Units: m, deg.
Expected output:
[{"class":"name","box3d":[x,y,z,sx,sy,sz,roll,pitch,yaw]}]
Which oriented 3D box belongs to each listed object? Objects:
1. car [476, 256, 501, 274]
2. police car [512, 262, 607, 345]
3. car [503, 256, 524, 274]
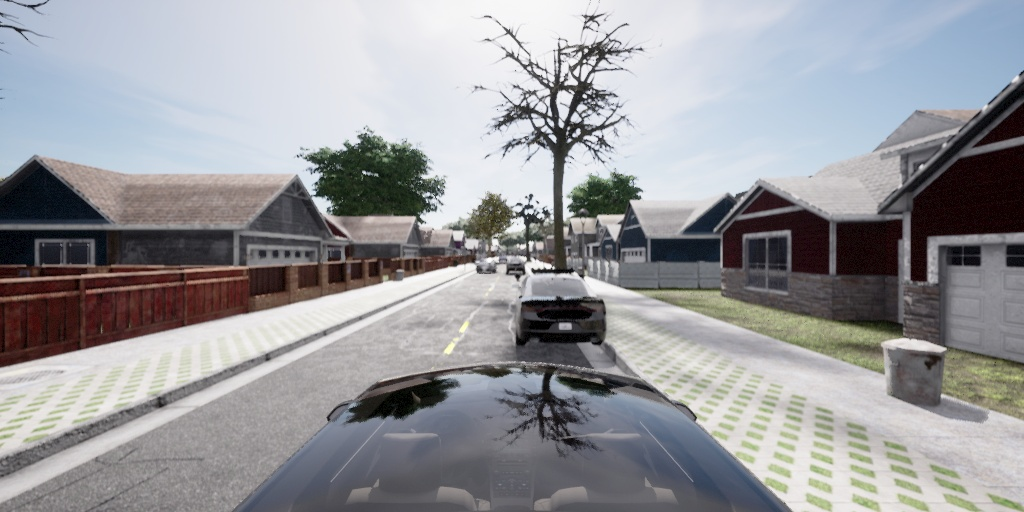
[{"class":"car","box3d":[-2.536,0.960,36.261,2.128,1.511,4.902,0,0,1]},{"class":"police car","box3d":[1.038,1.115,9.406,1.930,1.638,5.238,0,0,1]},{"class":"car","box3d":[0.375,0.979,35.759,1.837,1.490,4.892,0,1,1]}]
